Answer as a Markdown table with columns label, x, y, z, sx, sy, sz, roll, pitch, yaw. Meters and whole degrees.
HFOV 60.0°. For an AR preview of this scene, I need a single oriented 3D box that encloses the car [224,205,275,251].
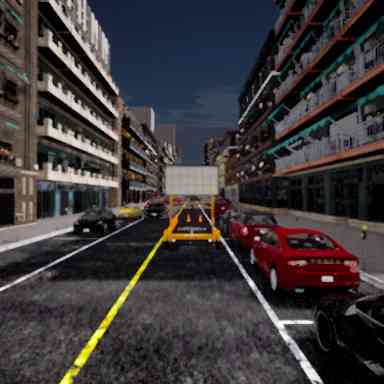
| label | x | y | z | sx | sy | sz | roll | pitch | yaw |
| --- | --- | --- | --- | --- | --- | --- | --- | --- | --- |
| car | 2.688 | 1.541 | 14.472 | 1.967 | 1.590 | 4.097 | 0 | 0 | 0 |

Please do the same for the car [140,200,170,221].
| label | x | y | z | sx | sy | sz | roll | pitch | yaw |
| --- | --- | --- | --- | --- | --- | --- | --- | --- | --- |
| car | -3.107 | 1.709 | 29.756 | 1.837 | 1.490 | 4.892 | 0 | 0 | 0 |

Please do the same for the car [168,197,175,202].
| label | x | y | z | sx | sy | sz | roll | pitch | yaw |
| --- | --- | --- | --- | --- | --- | --- | --- | --- | --- |
| car | -5.717 | 2.161 | 93.381 | 1.887 | 1.381 | 4.507 | 0 | 0 | 0 |

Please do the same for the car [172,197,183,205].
| label | x | y | z | sx | sy | sz | roll | pitch | yaw |
| --- | --- | --- | --- | --- | --- | --- | --- | --- | --- |
| car | -3.022 | 1.931 | 70.628 | 1.882 | 1.535 | 5.008 | 0 | 0 | 0 |

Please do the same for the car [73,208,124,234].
| label | x | y | z | sx | sy | sz | roll | pitch | yaw |
| --- | --- | --- | --- | --- | --- | --- | --- | --- | --- |
| car | -5.695 | 1.705 | 20.108 | 1.947 | 1.339 | 4.313 | 0 | 0 | 0 |

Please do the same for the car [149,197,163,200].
| label | x | y | z | sx | sy | sz | roll | pitch | yaw |
| --- | --- | --- | --- | --- | --- | --- | --- | --- | --- |
| car | -5.703 | 1.766 | 48.291 | 1.967 | 1.590 | 4.097 | 0 | 0 | 0 |

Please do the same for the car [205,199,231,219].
| label | x | y | z | sx | sy | sz | roll | pitch | yaw |
| --- | --- | --- | --- | --- | --- | --- | --- | --- | --- |
| car | 2.684 | 1.530 | 31.382 | 2.192 | 1.841 | 5.009 | 0 | 0 | 0 |

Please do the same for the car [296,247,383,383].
| label | x | y | z | sx | sy | sz | roll | pitch | yaw |
| --- | --- | --- | --- | --- | --- | --- | --- | --- | --- |
| car | 2.690 | 1.589 | 3.199 | 1.947 | 1.339 | 4.313 | 0 | 0 | 0 |

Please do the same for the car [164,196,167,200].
| label | x | y | z | sx | sy | sz | roll | pitch | yaw |
| --- | --- | --- | --- | --- | --- | --- | --- | --- | --- |
| car | -5.704 | 1.678 | 53.929 | 2.192 | 1.841 | 5.009 | 0 | 0 | 0 |

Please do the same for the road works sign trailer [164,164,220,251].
| label | x | y | z | sx | sy | sz | roll | pitch | yaw |
| --- | --- | --- | --- | --- | --- | --- | --- | --- | --- |
| road works sign trailer | -0.004 | 0.567 | 14.611 | 2.380 | 3.560 | 2.880 | 0 | 0 | 0 |

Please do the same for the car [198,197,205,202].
| label | x | y | z | sx | sy | sz | roll | pitch | yaw |
| --- | --- | --- | --- | --- | --- | --- | --- | --- | --- |
| car | 2.667 | 2.072 | 82.277 | 1.752 | 1.417 | 4.829 | 0 | 0 | 0 |

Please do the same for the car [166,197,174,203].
| label | x | y | z | sx | sy | sz | roll | pitch | yaw |
| --- | --- | --- | --- | --- | --- | --- | --- | --- | --- |
| car | -5.715 | 2.021 | 87.744 | 1.967 | 1.590 | 4.097 | 0 | 0 | 0 |

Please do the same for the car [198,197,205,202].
| label | x | y | z | sx | sy | sz | roll | pitch | yaw |
| --- | --- | --- | --- | --- | --- | --- | --- | --- | --- |
| car | 2.664 | 2.162 | 93.379 | 1.887 | 1.381 | 4.507 | 0 | 0 | 0 |

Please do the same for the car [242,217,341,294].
| label | x | y | z | sx | sy | sz | roll | pitch | yaw |
| --- | --- | --- | --- | --- | --- | --- | --- | --- | --- |
| car | 2.689 | 1.607 | 8.835 | 1.887 | 1.381 | 4.507 | 0 | 0 | 0 |

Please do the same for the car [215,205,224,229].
| label | x | y | z | sx | sy | sz | roll | pitch | yaw |
| --- | --- | --- | --- | --- | --- | --- | --- | --- | --- |
| car | 2.686 | 1.690 | 20.107 | 2.008 | 1.369 | 4.403 | 0 | 0 | 0 |

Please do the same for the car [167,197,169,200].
| label | x | y | z | sx | sy | sz | roll | pitch | yaw |
| --- | --- | --- | --- | --- | --- | --- | --- | --- | --- |
| car | -5.707 | 1.982 | 59.563 | 1.802 | 1.307 | 4.206 | 0 | 0 | 0 |

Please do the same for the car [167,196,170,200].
| label | x | y | z | sx | sy | sz | roll | pitch | yaw |
| --- | --- | --- | --- | --- | --- | --- | --- | --- | --- |
| car | -5.712 | 1.860 | 82.110 | 2.192 | 1.841 | 5.009 | 0 | 0 | 0 |

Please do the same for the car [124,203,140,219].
| label | x | y | z | sx | sy | sz | roll | pitch | yaw |
| --- | --- | --- | --- | --- | --- | --- | --- | --- | --- |
| car | -5.698 | 1.739 | 31.211 | 1.752 | 1.417 | 4.829 | 0 | 0 | 0 |
